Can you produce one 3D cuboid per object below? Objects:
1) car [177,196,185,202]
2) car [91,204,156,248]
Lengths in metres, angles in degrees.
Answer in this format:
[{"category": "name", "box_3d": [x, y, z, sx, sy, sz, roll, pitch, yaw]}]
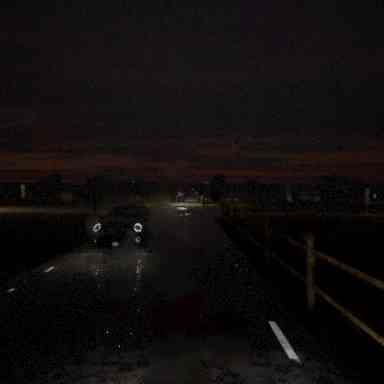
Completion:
[{"category": "car", "box_3d": [-2.772, 1.822, 83.043, 2.128, 1.511, 4.902, 0, 0, 0]}, {"category": "car", "box_3d": [-2.838, 1.351, 14.580, 2.097, 1.767, 4.553, 0, 0, 0]}]
